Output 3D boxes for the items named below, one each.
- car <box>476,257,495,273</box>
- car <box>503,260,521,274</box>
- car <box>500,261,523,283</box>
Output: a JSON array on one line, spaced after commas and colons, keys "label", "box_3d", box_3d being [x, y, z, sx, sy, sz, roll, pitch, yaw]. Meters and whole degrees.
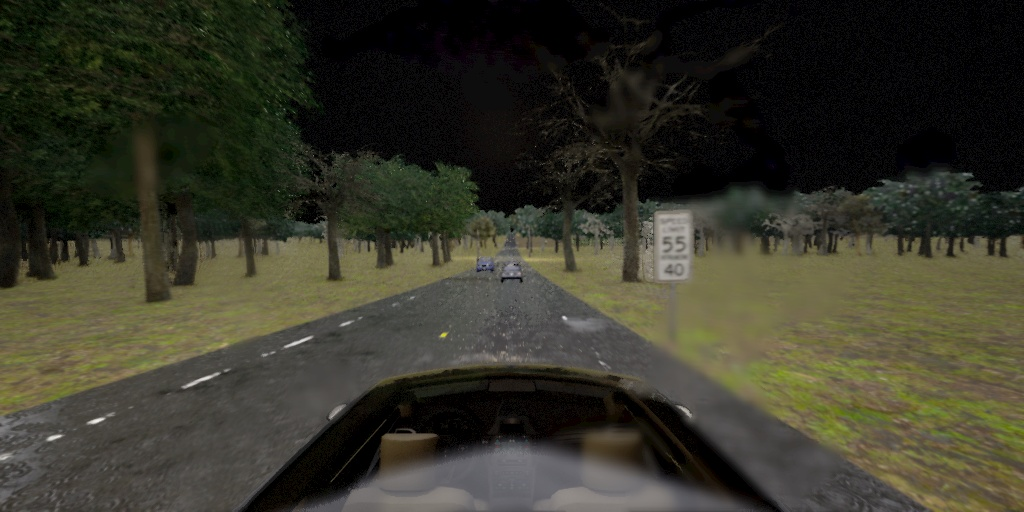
[{"label": "car", "box_3d": [-3.500, 1.178, 47.881, 2.150, 2.045, 5.566, -1, 1, 0]}, {"label": "car", "box_3d": [0.043, 1.327, 44.411, 2.128, 1.511, 4.902, -1, 0, 1]}, {"label": "car", "box_3d": [-0.012, 1.444, 30.470, 2.033, 1.411, 5.357, -1, 0, 1]}]
